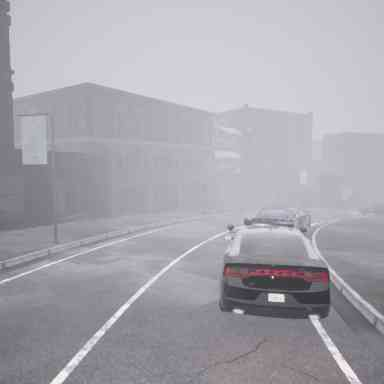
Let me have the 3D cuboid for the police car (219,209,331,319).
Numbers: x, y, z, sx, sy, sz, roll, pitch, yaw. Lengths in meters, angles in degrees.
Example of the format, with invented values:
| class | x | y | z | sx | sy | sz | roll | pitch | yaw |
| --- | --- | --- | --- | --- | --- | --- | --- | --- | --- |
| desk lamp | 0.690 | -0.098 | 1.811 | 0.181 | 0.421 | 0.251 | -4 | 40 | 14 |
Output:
| class | x | y | z | sx | sy | sz | roll | pitch | yaw |
| --- | --- | --- | --- | --- | --- | --- | --- | --- | --- |
| police car | 1.743 | 1.433 | 7.673 | 1.930 | 1.638 | 5.238 | 1 | 0 | 10 |

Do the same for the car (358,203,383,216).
| class | x | y | z | sx | sy | sz | roll | pitch | yaw |
| --- | --- | --- | --- | --- | --- | --- | --- | --- | --- |
| car | 22.470 | 2.105 | 40.392 | 5.357 | 1.411 | 2.033 | 2 | 3 | -32 |

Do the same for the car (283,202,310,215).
| class | x | y | z | sx | sy | sz | roll | pitch | yaw |
| --- | --- | --- | --- | --- | --- | --- | --- | --- | --- |
| car | 6.613 | 1.612 | 21.858 | 1.812 | 1.442 | 4.674 | 2 | 1 | 28 |

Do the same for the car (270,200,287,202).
| class | x | y | z | sx | sy | sz | roll | pitch | yaw |
| --- | --- | --- | --- | --- | --- | --- | --- | --- | --- |
| car | 8.537 | 1.540 | 32.870 | 2.033 | 1.411 | 5.357 | 4 | 2 | 39 |

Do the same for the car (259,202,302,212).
| class | x | y | z | sx | sy | sz | roll | pitch | yaw |
| --- | --- | --- | --- | --- | --- | --- | --- | --- | --- |
| car | 4.254 | 1.520 | 16.688 | 1.882 | 1.535 | 5.008 | 2 | 0 | 21 |
